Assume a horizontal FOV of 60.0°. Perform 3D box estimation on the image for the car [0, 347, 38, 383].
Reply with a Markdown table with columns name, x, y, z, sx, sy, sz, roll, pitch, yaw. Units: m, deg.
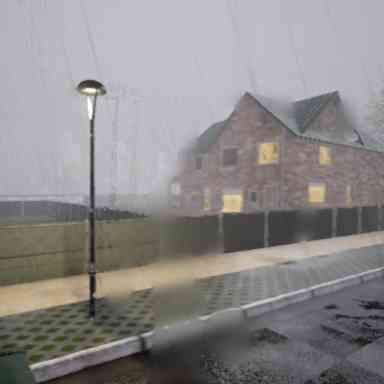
| name | x | y | z | sx | sy | sz | roll | pitch | yaw |
| --- | --- | --- | --- | --- | --- | --- | --- | --- | --- |
| car | -2.914 | 1.607 | 0.986 | 4.718 | 1.301 | 1.895 | 0 | 0 | -35 |
